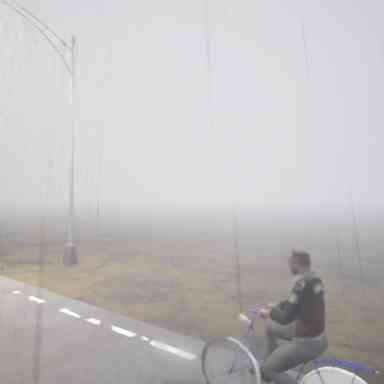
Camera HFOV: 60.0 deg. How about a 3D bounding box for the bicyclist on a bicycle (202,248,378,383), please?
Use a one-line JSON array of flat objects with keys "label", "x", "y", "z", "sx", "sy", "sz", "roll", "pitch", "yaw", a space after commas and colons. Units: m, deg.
[{"label": "bicyclist on a bicycle", "x": 0.840, "y": 1.416, "z": 3.249, "sx": 1.843, "sy": 1.776, "sz": 0.659, "roll": 0, "pitch": -1, "yaw": 37}]
